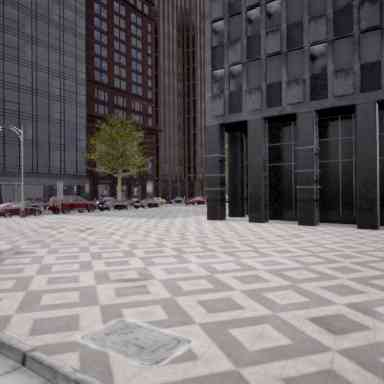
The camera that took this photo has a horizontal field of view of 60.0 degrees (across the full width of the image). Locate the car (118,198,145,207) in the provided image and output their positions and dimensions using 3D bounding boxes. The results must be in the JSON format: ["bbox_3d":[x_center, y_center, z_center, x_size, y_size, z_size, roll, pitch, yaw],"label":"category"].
[{"bbox_3d":[-9.584,1.612,52.697,1.802,1.307,4.206,-1,0,35],"label":"car"}]

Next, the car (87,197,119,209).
[{"bbox_3d":[-12.782,1.483,48.051,1.967,1.590,4.097,-1,0,35],"label":"car"}]

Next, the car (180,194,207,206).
[{"bbox_3d":[0.631,1.462,52.507,1.887,1.381,4.507,-1,0,35],"label":"car"}]

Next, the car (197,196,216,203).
[{"bbox_3d":[3.202,1.534,71.282,1.887,1.381,4.507,-1,0,35],"label":"car"}]

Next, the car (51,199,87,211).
[{"bbox_3d":[-15.977,1.641,43.405,1.802,1.307,4.206,-1,0,35],"label":"car"}]

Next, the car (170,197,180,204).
[{"bbox_3d":[-3.191,1.574,61.990,1.947,1.339,4.313,-1,0,35],"label":"car"}]

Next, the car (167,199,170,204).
[{"bbox_3d":[-6.484,1.544,57.203,1.752,1.417,4.829,-1,0,35],"label":"car"}]

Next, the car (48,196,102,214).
[{"bbox_3d":[-12.154,1.289,33.926,2.192,1.841,5.009,-1,0,35],"label":"car"}]

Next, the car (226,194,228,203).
[{"bbox_3d":[3.826,1.222,57.154,2.192,1.841,5.009,-1,0,35],"label":"car"}]

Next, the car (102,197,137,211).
[{"bbox_3d":[-8.956,1.524,38.570,1.947,1.339,4.313,-1,0,35],"label":"car"}]

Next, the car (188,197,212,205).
[{"bbox_3d":[1.478,1.539,58.274,1.895,1.301,4.718,-1,0,34],"label":"car"}]

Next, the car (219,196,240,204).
[{"bbox_3d":[7.024,1.463,61.797,1.947,1.339,4.313,-1,0,35],"label":"car"}]

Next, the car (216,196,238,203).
[{"bbox_3d":[7.141,1.469,66.503,2.033,1.411,5.357,-1,0,35],"label":"car"}]

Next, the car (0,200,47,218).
[{"bbox_3d":[-15.348,1.576,29.279,1.802,1.307,4.206,-1,0,35],"label":"car"}]

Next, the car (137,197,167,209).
[{"bbox_3d":[-5.760,1.508,43.215,1.947,1.339,4.313,-1,0,35],"label":"car"}]

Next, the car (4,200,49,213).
[{"bbox_3d":[-19.173,1.641,38.760,1.947,1.339,4.313,-1,0,35],"label":"car"}]

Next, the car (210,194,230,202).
[{"bbox_3d":[6.397,1.295,75.929,2.192,1.841,5.009,-1,0,35],"label":"car"}]
